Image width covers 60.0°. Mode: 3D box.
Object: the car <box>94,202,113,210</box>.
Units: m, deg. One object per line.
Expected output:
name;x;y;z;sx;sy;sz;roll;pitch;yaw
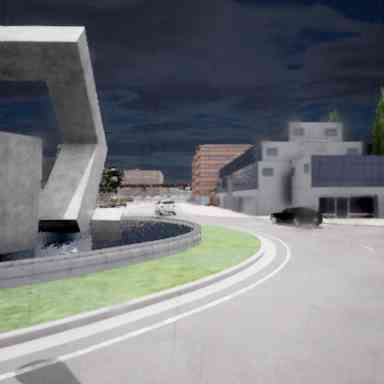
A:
car;-17.547;2.922;65.676;1.895;1.301;4.718;0;-1;-3

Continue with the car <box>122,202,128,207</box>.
car;-18.838;3.408;91.488;1.895;1.301;4.718;0;-1;-3

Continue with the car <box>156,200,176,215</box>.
car;-3.686;2.112;46.177;2.150;2.045;5.566;0;-1;-14

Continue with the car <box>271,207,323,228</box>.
car;8.297;1.949;26.778;1.882;1.535;5.008;1;-1;-19

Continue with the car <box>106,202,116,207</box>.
car;-22.356;3.385;91.760;1.994;1.385;4.181;0;-1;-3

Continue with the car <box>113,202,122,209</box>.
car;-18.091;3.123;76.543;1.895;1.301;4.718;0;-1;-3

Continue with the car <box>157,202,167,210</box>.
car;-5.982;2.825;67.330;1.812;1.442;4.674;0;-1;-3

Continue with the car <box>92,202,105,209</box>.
car;-21.613;3.029;76.901;1.882;1.535;5.008;0;-1;-3
